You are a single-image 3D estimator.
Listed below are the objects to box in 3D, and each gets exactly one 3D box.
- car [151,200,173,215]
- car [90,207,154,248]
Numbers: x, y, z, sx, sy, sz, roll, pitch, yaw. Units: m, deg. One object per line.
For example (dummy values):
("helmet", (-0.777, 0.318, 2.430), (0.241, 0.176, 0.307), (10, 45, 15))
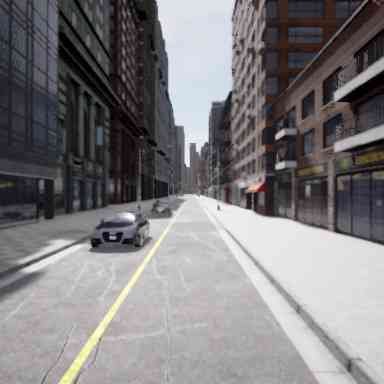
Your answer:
("car", (-3.000, 1.538, 34.076), (2.128, 1.511, 4.902), (0, 0, 0))
("car", (-3.053, 1.581, 14.830), (1.994, 1.385, 4.181), (0, 0, 1))
